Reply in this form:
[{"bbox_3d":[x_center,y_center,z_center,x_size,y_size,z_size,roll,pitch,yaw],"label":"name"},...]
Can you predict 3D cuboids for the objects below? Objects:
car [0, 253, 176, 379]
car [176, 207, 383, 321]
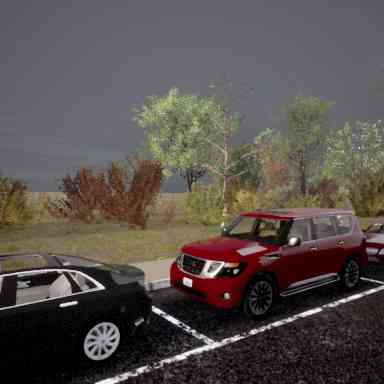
[{"bbox_3d":[-2.635,1.551,4.209,4.403,1.369,2.008,0,1,-35],"label":"car"},{"bbox_3d":[1.971,1.316,7.487,5.009,1.841,2.192,0,1,-35],"label":"car"}]
